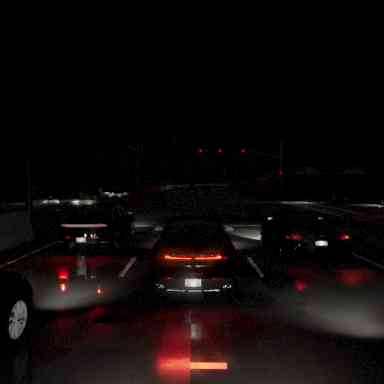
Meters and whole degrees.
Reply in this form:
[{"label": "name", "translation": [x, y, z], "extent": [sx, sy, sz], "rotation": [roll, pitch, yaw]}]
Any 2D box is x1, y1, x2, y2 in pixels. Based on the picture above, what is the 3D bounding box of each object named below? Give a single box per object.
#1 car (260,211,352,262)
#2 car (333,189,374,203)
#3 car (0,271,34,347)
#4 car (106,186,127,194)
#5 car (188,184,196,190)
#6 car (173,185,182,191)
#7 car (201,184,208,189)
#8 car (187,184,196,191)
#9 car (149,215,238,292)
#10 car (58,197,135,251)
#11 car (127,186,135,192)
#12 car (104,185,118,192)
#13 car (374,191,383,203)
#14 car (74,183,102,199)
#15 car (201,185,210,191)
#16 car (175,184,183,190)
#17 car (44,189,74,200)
[{"label": "car", "translation": [3.564, 1.317, 11.111], "extent": [1.994, 1.385, 4.181], "rotation": [0, 2, 0]}, {"label": "car", "translation": [17.944, 0.419, 36.208], "extent": [4.902, 1.511, 2.128], "rotation": [0, 2, 2]}, {"label": "car", "translation": [-3.407, 1.476, 3.324], "extent": [1.837, 1.490, 4.892], "rotation": [0, 1, 0]}, {"label": "car", "translation": [-14.100, -0.468, 62.613], "extent": [1.882, 1.535, 5.008], "rotation": [0, 2, 0]}, {"label": "car", "translation": [-0.070, -1.373, 91.896], "extent": [2.033, 1.411, 5.357], "rotation": [0, 2, 0]}, {"label": "car", "translation": [-3.562, -0.956, 80.939], "extent": [1.895, 1.301, 4.718], "rotation": [0, 2, 0]}, {"label": "car", "translation": [3.430, -1.416, 91.514], "extent": [1.895, 1.301, 4.718], "rotation": [0, 2, 0]}, {"label": "car", "translation": [-0.062, -1.076, 81.705], "extent": [1.837, 1.490, 4.892], "rotation": [0, 2, 0]}, {"label": "car", "translation": [0.051, 1.338, 8.512], "extent": [1.837, 1.490, 4.892], "rotation": [0, 2, 1]}, {"label": "car", "translation": [-3.427, 1.190, 12.711], "extent": [2.128, 1.511, 4.902], "rotation": [0, 2, 0]}, {"label": "car", "translation": [-14.057, -0.751, 74.713], "extent": [1.895, 1.301, 4.718], "rotation": [0, 2, 0]}, {"label": "car", "translation": [-17.555, -0.712, 72.264], "extent": [1.994, 1.385, 4.181], "rotation": [0, 2, 0]}, {"label": "car", "translation": [21.348, 0.595, 32.577], "extent": [5.357, 1.411, 2.033], "rotation": [0, 2, 2]}, {"label": "car", "translation": [-14.132, -0.142, 45.010], "extent": [2.150, 2.045, 5.566], "rotation": [0, 2, 0]}, {"label": "car", "translation": [3.438, -1.092, 81.069], "extent": [1.882, 1.535, 5.008], "rotation": [0, 2, 0]}, {"label": "car", "translation": [-3.570, -1.359, 91.477], "extent": [2.033, 1.411, 5.357], "rotation": [0, 2, 0]}, {"label": "car", "translation": [-17.631, 0.284, 43.580], "extent": [1.895, 1.301, 4.718], "rotation": [0, 2, 0]}]
